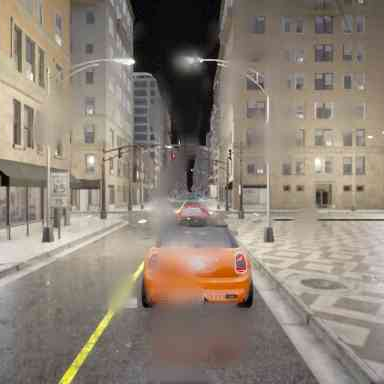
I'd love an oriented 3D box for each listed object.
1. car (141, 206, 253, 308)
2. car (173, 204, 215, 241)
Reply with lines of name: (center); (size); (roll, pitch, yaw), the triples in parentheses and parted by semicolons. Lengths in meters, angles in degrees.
car: (0.094, 1.352, 8.091); (2.097, 1.767, 4.553); (0, 0, 0)
car: (0.094, 1.477, 17.691); (1.882, 1.535, 5.008); (0, 0, 0)
